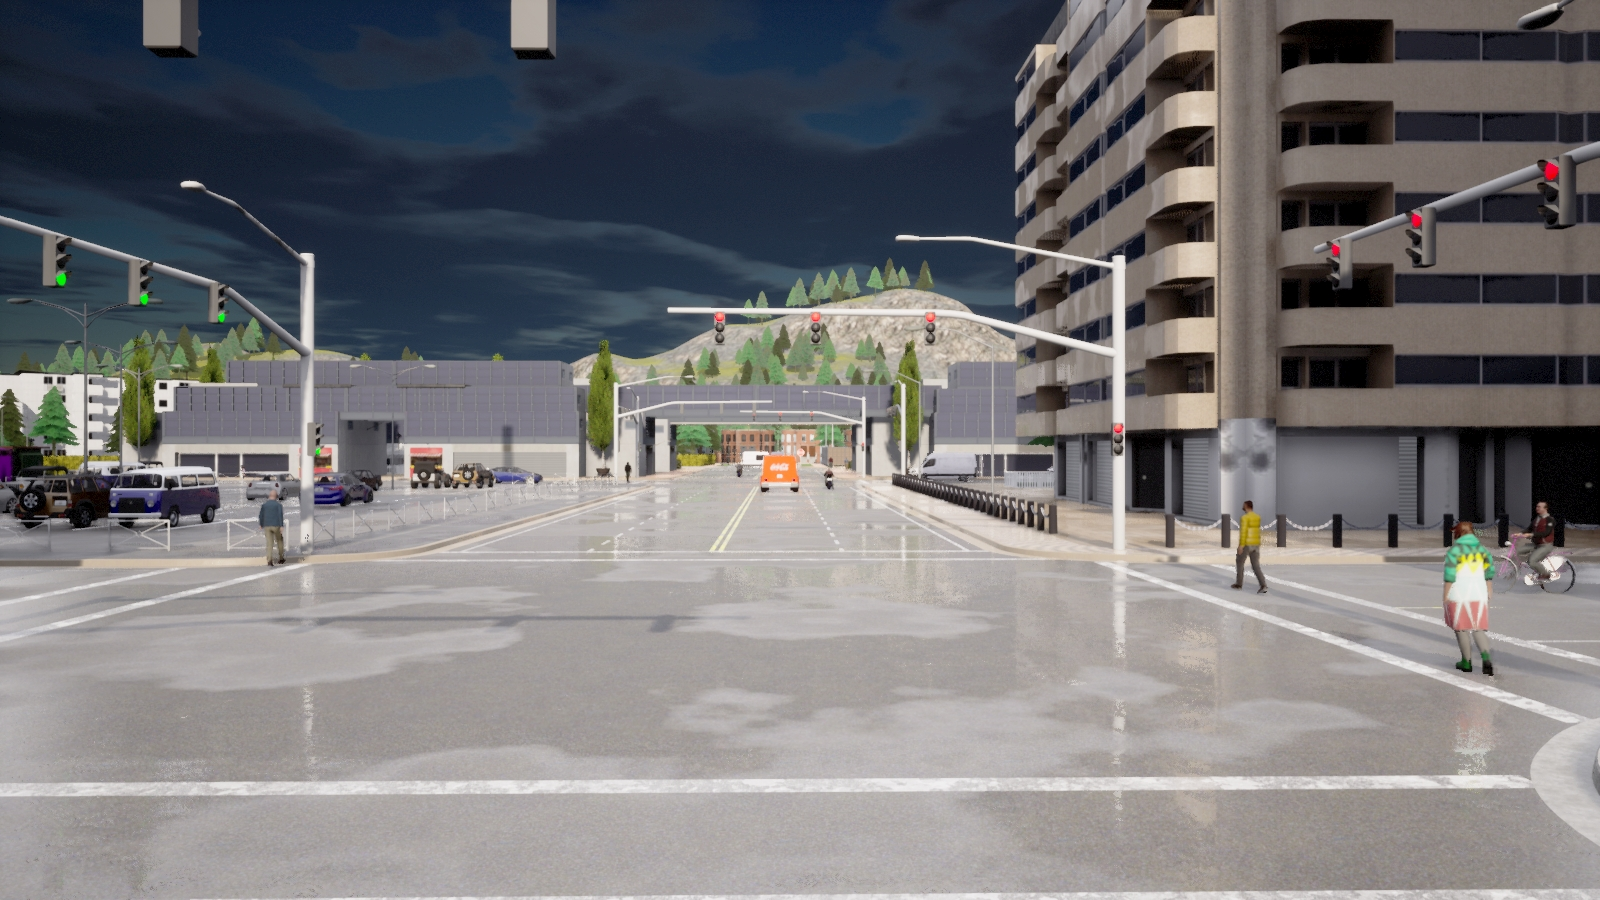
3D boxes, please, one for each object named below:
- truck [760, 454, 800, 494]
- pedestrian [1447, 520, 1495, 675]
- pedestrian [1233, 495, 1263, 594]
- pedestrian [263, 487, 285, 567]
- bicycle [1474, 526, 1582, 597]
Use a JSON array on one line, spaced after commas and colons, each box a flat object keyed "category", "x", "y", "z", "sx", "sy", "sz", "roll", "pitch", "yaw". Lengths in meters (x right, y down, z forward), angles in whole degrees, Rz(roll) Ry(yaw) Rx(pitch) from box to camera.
[{"category": "truck", "x": -1.366, "y": 1.577, "z": 77.079, "sx": 2.627, "sy": 2.467, "sz": 5.204, "roll": 0, "pitch": 1, "yaw": -1}, {"category": "pedestrian", "x": 8.271, "y": 1.800, "z": 14.086, "sx": 0.375, "sy": 1.860, "sz": 0.375, "roll": 0, "pitch": 0, "yaw": -1}, {"category": "pedestrian", "x": 8.599, "y": 1.804, "z": 21.925, "sx": 0.375, "sy": 1.860, "sz": 0.375, "roll": 0, "pitch": 0, "yaw": -18}, {"category": "pedestrian", "x": -12.329, "y": 1.795, "z": 26.795, "sx": 0.375, "sy": 1.860, "sz": 0.375, "roll": 0, "pitch": 0, "yaw": -6}, {"category": "bicycle", "x": 13.788, "y": 2.103, "z": 21.653, "sx": 1.835, "sy": 1.271, "sz": 0.329, "roll": 1, "pitch": 0, "yaw": -2}]
